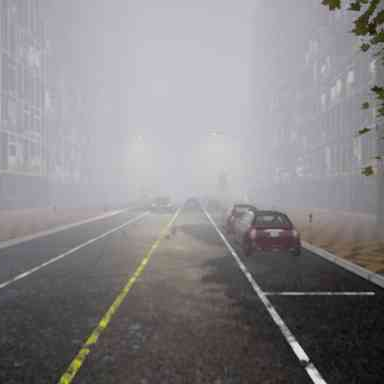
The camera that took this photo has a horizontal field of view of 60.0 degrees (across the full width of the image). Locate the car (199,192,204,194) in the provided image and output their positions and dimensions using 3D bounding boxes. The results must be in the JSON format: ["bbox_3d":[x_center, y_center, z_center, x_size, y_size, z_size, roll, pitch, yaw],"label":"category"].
[{"bbox_3d":[2.674,1.282,69.710,1.947,1.339,4.313,0,0,0],"label":"car"}]

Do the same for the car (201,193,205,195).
[{"bbox_3d":[2.677,1.337,58.326,1.947,1.339,4.313,0,0,0],"label":"car"}]

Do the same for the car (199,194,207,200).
[{"bbox_3d":[2.671,1.225,81.094,1.947,1.339,4.313,0,0,0],"label":"car"}]

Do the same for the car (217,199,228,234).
[{"bbox_3d":[2.687,1.376,18.478,1.967,1.590,4.097,0,0,0],"label":"car"}]

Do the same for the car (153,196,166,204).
[{"bbox_3d":[-5.704,1.353,58.331,1.802,1.307,4.206,0,0,0],"label":"car"}]

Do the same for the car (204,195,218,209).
[{"bbox_3d":[2.681,1.393,41.249,1.887,1.381,4.507,0,0,0],"label":"car"}]

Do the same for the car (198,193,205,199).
[{"bbox_3d":[2.669,1.039,92.478,1.967,1.590,4.097,0,0,0],"label":"car"}]

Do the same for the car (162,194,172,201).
[{"bbox_3d":[-5.708,1.254,75.408,1.947,1.339,4.313,0,0,0],"label":"car"}]

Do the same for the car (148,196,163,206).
[{"bbox_3d":[-5.702,1.342,52.638,1.887,1.381,4.507,0,0,0],"label":"car"}]

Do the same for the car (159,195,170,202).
[{"bbox_3d":[-5.706,1.261,69.716,1.887,1.381,4.507,0,0,0],"label":"car"}]

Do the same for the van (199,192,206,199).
[{"bbox_3d":[2.670,0.971,86.787,1.690,1.788,3.998,0,0,0],"label":"van"}]

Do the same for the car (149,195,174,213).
[{"bbox_3d":[-3.009,1.227,34.700,2.097,1.767,4.553,0,0,0],"label":"car"}]

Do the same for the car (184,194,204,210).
[{"bbox_3d":[0.090,1.333,39.503,1.882,1.535,5.008,0,0,0],"label":"car"}]

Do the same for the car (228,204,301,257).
[{"bbox_3d":[2.688,1.396,12.786,1.967,1.590,4.097,0,0,0],"label":"car"}]
